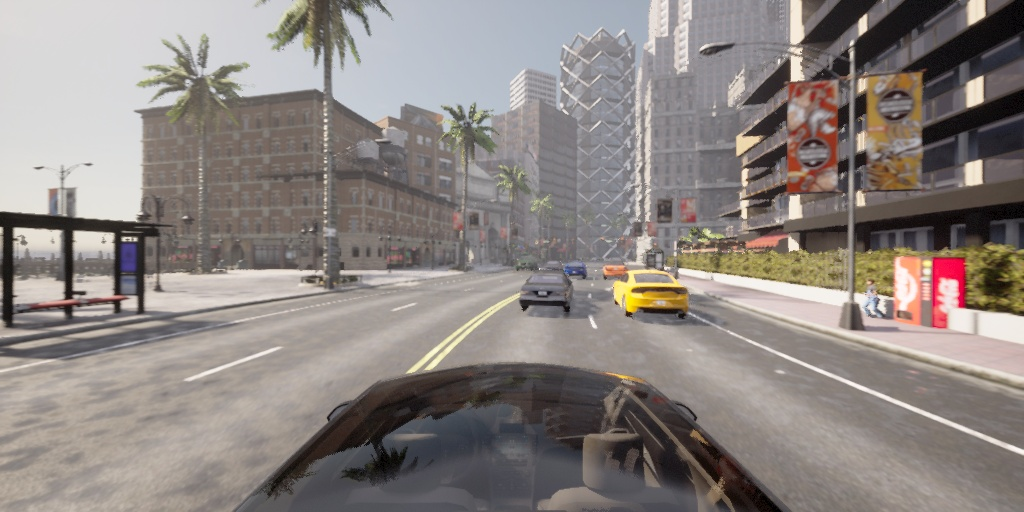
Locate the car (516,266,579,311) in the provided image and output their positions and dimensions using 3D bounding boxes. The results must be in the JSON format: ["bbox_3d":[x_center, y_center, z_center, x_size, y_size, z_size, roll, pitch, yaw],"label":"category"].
[{"bbox_3d":[1.517,1.302,14.560,2.033,1.411,5.357,0,0,11],"label":"car"}]

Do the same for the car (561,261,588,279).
[{"bbox_3d":[6.002,1.251,33.636,1.882,1.535,5.008,0,0,14],"label":"car"}]

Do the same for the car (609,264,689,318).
[{"bbox_3d":[4.899,1.252,13.227,1.882,1.535,5.008,0,0,10],"label":"car"}]

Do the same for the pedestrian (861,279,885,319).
[{"bbox_3d":[10.958,1.231,10.867,0.375,1.300,0.375,0,0,10],"label":"pedestrian"}]

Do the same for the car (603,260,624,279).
[{"bbox_3d":[9.460,1.146,33.030,2.097,1.767,4.553,0,0,14],"label":"car"}]

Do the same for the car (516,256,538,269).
[{"bbox_3d":[2.041,0.964,47.367,2.150,2.045,5.566,0,0,14],"label":"car"}]

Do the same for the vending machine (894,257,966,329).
[{"bbox_3d":[11.533,1.009,9.947,1.100,2.100,0.880,0,0,9],"label":"vending machine"}]

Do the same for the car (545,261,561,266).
[{"bbox_3d":[5.439,1.313,46.537,2.033,1.411,5.357,0,0,14],"label":"car"}]
